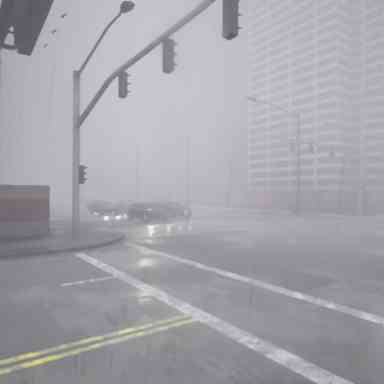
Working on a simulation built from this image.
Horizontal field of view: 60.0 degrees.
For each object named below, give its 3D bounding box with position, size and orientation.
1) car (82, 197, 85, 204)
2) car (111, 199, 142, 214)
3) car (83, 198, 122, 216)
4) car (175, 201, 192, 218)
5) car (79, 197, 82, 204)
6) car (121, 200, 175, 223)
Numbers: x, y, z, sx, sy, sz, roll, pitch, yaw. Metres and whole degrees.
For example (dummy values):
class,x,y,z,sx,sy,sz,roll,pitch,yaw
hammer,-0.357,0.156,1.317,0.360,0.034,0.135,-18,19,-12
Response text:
class,x,y,z,sx,sy,sz,roll,pitch,yaw
car,-13.441,1.701,46.640,1.895,1.301,4.718,0,0,-35
car,-7.621,1.625,38.383,1.812,1.442,4.674,0,0,-35
car,-9.199,1.625,34.539,2.033,1.411,5.357,0,0,-35
car,-1.910,1.590,30.283,2.128,1.511,4.902,0,0,-35
car,-21.829,1.650,64.906,1.812,1.442,4.674,0,0,-35
car,-3.622,1.582,26.641,1.837,1.490,4.892,0,0,-35
